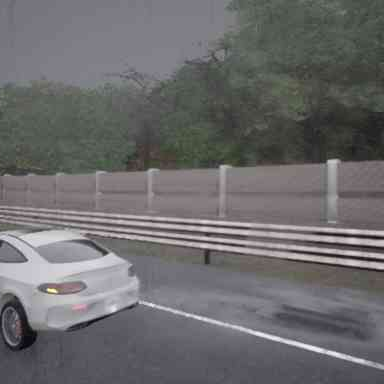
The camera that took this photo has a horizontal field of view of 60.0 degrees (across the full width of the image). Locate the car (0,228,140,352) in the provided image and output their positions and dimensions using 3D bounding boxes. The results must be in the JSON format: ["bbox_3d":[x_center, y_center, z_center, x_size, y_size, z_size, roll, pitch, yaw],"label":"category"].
[{"bbox_3d":[-2.979,1.380,6.011,4.674,1.442,1.812,0,0,36],"label":"car"}]
